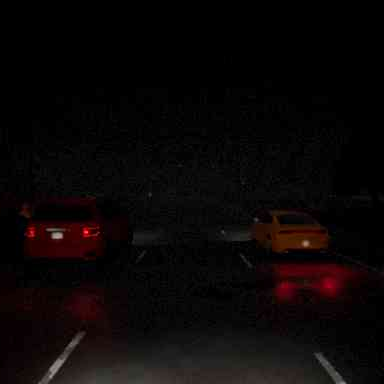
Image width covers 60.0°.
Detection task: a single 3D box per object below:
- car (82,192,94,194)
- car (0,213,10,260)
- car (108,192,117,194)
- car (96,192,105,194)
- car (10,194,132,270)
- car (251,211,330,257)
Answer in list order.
[{"bbox_3d":[-28.680,0.964,89.051,2.033,1.411,5.357,0,0,-3],"label":"car"},{"bbox_3d":[-6.948,1.500,12.176,1.812,1.442,4.674,0,0,0],"label":"car"},{"bbox_3d":[-21.891,0.759,91.664,2.097,1.767,4.553,0,0,-3],"label":"car"},{"bbox_3d":[-25.289,0.937,90.415,1.812,1.442,4.674,0,0,-3],"label":"car"},{"bbox_3d":[-3.451,1.198,11.131,2.150,2.045,5.566,0,0,-1],"label":"car"},{"bbox_3d":[3.549,1.449,12.835,1.882,1.535,5.008,0,0,0],"label":"car"}]
